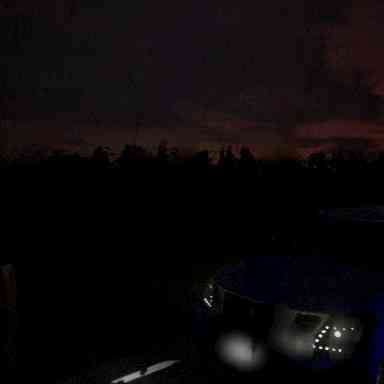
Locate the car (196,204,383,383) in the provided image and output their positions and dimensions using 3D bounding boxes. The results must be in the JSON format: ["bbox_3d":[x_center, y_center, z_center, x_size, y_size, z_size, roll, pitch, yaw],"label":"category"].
[{"bbox_3d":[2.662,1.235,5.024,5.566,2.045,2.150,0,0,-38],"label":"car"}]
